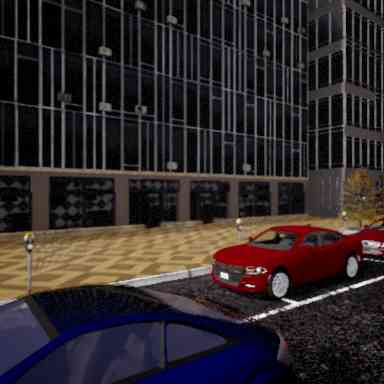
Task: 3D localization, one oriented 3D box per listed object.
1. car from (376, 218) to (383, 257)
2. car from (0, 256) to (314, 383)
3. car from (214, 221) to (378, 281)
[{"bbox_3d":[7.156,1.539,11.663,4.206,1.307,1.802,0,0,-36],"label":"car"},{"bbox_3d":[-1.079,1.562,2.608,4.181,1.385,1.994,0,0,-36],"label":"car"},{"bbox_3d":[2.521,1.522,8.356,4.507,1.381,1.887,0,0,-36],"label":"car"}]
